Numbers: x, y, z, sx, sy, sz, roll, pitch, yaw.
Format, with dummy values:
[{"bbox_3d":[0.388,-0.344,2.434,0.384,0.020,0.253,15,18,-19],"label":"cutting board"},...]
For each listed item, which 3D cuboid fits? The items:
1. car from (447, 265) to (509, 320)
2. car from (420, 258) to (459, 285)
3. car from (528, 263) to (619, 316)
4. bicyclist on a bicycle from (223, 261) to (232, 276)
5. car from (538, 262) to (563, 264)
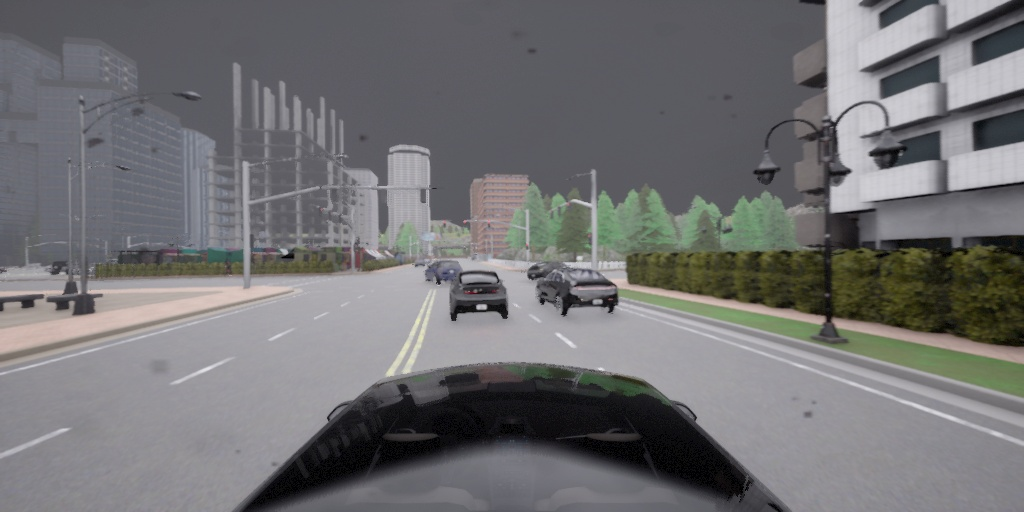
[{"bbox_3d":[-1.279,1.250,12.790,1.837,1.490,4.892,-1,0,-10],"label":"car"},{"bbox_3d":[-5.178,1.118,26.999,2.097,1.767,4.553,-1,0,-27],"label":"car"},{"bbox_3d":[2.192,1.196,13.248,2.128,1.511,4.902,-1,0,-10],"label":"car"},{"bbox_3d":[-31.153,1.303,39.278,0.582,1.620,1.656,-1,5,-7],"label":"bicyclist on a bicycle"},{"bbox_3d":[3.288,1.176,28.298,1.837,1.490,4.892,-5,-2,44],"label":"car"}]
